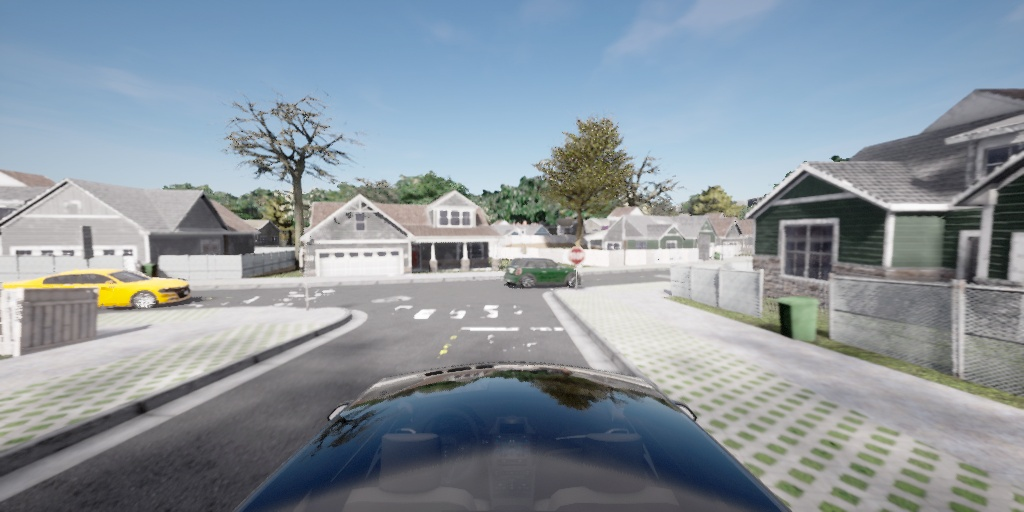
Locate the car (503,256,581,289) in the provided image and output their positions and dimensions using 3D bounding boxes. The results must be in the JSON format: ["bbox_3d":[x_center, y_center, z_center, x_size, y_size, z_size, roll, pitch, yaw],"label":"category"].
[{"bbox_3d":[1.843,0.881,21.051,4.553,1.767,2.097,0,3,-27],"label":"car"}]

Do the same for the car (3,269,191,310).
[{"bbox_3d":[-15.671,1.237,13.831,5.008,1.535,1.882,0,4,-19],"label":"car"}]
